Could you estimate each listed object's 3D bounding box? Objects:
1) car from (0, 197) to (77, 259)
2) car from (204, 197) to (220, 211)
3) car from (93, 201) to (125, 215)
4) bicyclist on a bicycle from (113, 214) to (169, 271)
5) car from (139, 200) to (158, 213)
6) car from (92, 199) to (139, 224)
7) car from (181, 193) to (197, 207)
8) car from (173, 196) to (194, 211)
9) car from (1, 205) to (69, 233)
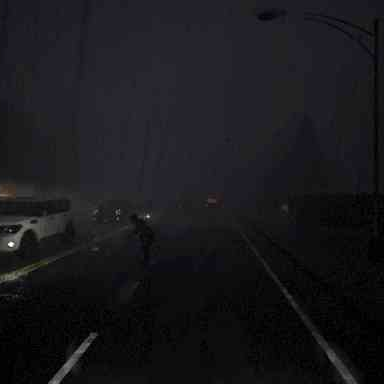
[{"bbox_3d":[-6.435,1.225,13.017,2.150,2.045,5.566,0,0,3],"label":"car"},{"bbox_3d":[2.435,1.601,40.897,1.895,1.301,4.718,0,0,4],"label":"car"},{"bbox_3d":[-8.582,1.601,34.750,1.895,1.301,4.718,0,0,4],"label":"car"},{"bbox_3d":[-1.491,1.454,9.636,1.656,1.620,0.582,-2,0,3],"label":"bicyclist on a bicycle"},{"bbox_3d":[-4.974,1.564,36.221,1.994,1.385,4.181,0,0,4],"label":"car"},{"bbox_3d":[-5.668,1.351,24.573,2.097,1.767,4.553,0,0,4],"label":"car"},{"bbox_3d":[-0.561,1.221,49.903,2.150,2.045,5.566,0,0,4],"label":"car"},{"bbox_3d":[-1.132,1.563,39.951,1.994,1.385,4.181,0,0,4],"label":"car"},{"bbox_3d":[-9.460,1.563,20.426,1.994,1.385,4.181,0,0,4],"label":"car"}]
